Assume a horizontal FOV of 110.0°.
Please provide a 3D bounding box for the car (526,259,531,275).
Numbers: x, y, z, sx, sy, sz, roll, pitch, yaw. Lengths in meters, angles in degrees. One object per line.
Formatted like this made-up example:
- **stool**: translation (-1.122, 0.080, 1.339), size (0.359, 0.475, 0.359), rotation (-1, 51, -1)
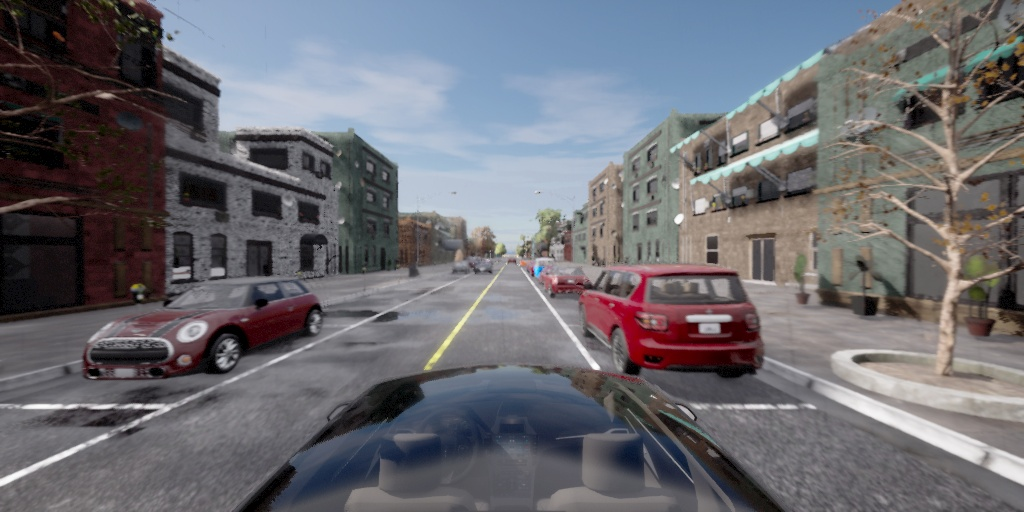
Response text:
- **car**: translation (2.702, 1.284, 35.000), size (1.888, 1.381, 4.507), rotation (0, 0, 0)

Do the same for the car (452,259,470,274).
- **car**: translation (-5.677, 1.288, 40.548), size (2.007, 1.370, 4.403), rotation (0, 0, 0)

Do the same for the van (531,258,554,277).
- **van**: translation (2.700, 1.082, 29.451), size (1.690, 1.789, 3.998), rotation (0, 0, 0)

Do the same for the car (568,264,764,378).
- **car**: translation (2.695, 1.063, 7.258), size (2.192, 1.841, 5.009), rotation (0, 0, 0)

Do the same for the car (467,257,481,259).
- **car**: translation (-5.674, 1.048, 51.645), size (2.192, 1.841, 5.009), rotation (0, 0, 0)

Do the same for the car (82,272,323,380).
- **car**: translation (-5.685, 1.188, 7.257), size (1.967, 1.591, 4.097), rotation (0, 0, 0)

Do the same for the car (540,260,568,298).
- **car**: translation (2.698, 1.185, 18.354), size (1.967, 1.591, 4.097), rotation (0, 0, 0)

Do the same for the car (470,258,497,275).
- **car**: translation (-3.077, 1.229, 39.708), size (2.128, 1.511, 4.902), rotation (0, 0, 0)

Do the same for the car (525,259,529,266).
- **car**: translation (2.703, 1.319, 40.548), size (1.802, 1.307, 4.207), rotation (0, 0, 0)

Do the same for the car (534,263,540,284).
- **car**: translation (2.700, 1.325, 23.903), size (1.802, 1.307, 4.207), rotation (0, 0, 0)

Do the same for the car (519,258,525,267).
- **car**: translation (2.402, 1.081, 63.990), size (2.097, 1.767, 4.553), rotation (0, 0, 0)

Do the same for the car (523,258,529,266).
- **car**: translation (2.705, 1.317, 46.096), size (1.802, 1.307, 4.207), rotation (0, 0, 0)
